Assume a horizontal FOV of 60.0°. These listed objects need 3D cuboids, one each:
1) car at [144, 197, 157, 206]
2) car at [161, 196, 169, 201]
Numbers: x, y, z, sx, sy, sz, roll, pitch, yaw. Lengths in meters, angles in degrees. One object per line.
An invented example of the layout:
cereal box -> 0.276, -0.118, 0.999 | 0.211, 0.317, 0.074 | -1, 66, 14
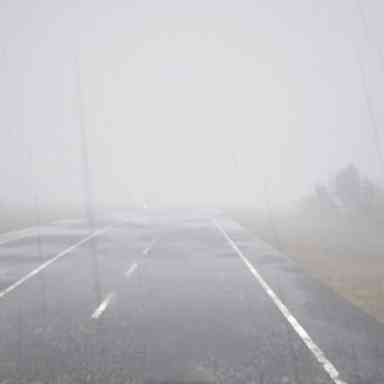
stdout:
car -> -6.980, 1.620, 56.591 | 1.837, 1.490, 4.892 | 0, 0, 0
car -> -7.038, 1.616, 87.976 | 1.994, 1.385, 4.181 | 0, 0, 0
